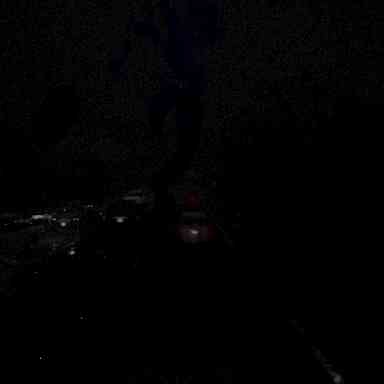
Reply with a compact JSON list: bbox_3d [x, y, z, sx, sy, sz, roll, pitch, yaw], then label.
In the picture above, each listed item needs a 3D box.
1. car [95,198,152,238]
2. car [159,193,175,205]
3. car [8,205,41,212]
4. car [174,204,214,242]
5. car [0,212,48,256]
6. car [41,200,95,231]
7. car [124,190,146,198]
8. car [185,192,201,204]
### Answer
[{"bbox_3d":[-3.401,1.367,17.864,2.097,1.767,4.553,0,0,0],"label":"car"},{"bbox_3d":[-3.398,0.918,45.152,1.882,1.535,5.008,0,3,0],"label":"car"},{"bbox_3d":[-10.600,1.566,21.411,2.033,1.411,5.357,0,0,0],"label":"car"},{"bbox_3d":[0.087,1.540,16.415,1.812,1.442,4.674,0,0,0],"label":"car"},{"bbox_3d":[-7.099,1.611,11.632,1.895,1.301,4.718,0,0,0],"label":"car"},{"bbox_3d":[-7.099,1.509,20.793,2.128,1.511,4.902,0,0,0],"label":"car"},{"bbox_3d":[-7.045,0.862,41.195,2.150,2.045,5.566,0,3,0],"label":"car"},{"bbox_3d":[0.100,0.823,44.536,2.097,1.767,4.553,0,3,0],"label":"car"}]
